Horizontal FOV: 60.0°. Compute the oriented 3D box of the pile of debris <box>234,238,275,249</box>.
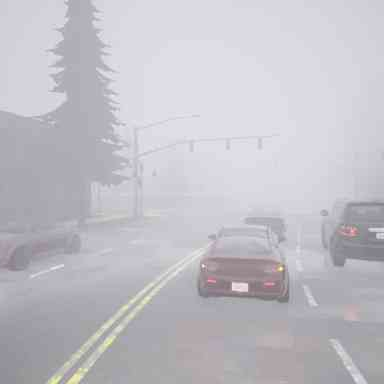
[{"bbox_3d":[2.724,2.175,14.249,1.500,0.140,1.860,0,0,18],"label":"pile of debris"}]

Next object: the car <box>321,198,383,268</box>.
[{"bbox_3d":[5.674,1.222,11.115,2.150,2.045,5.566,0,0,17],"label":"car"}]

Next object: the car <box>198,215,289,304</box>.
[{"bbox_3d":[1.322,1.526,8.174,1.812,1.442,4.674,0,0,12],"label":"car"}]

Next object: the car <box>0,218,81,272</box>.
[{"bbox_3d":[-5.468,1.564,10.824,1.994,1.385,4.181,0,0,14],"label":"car"}]

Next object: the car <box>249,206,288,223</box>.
[{"bbox_3d":[3.969,1.478,17.545,1.882,1.535,5.008,0,0,18],"label":"car"}]
